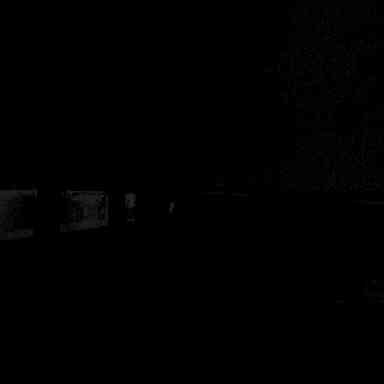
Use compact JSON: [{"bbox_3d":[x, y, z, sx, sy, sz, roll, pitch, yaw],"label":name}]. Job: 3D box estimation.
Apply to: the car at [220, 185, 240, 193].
[{"bbox_3d":[7.787,-0.629,68.779,1.882,1.535,5.008,-2,4,-36],"label":"car"}]
